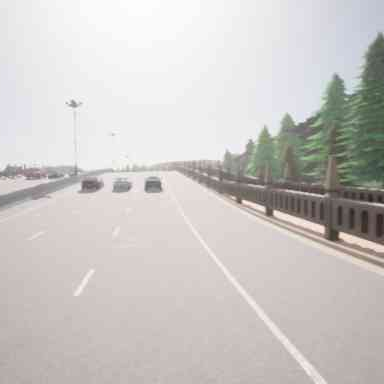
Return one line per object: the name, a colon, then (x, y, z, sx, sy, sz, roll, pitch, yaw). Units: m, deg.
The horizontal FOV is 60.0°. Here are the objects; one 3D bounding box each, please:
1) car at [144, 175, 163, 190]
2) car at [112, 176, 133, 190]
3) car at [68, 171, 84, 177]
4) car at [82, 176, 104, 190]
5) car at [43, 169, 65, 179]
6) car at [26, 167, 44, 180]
car: (-4.390, -1.138, 37.681, 1.837, 1.490, 4.892, -2, 7, -6)
car: (-8.015, -1.141, 38.594, 1.812, 1.442, 4.674, -2, 6, -6)
car: (-21.487, -3.293, 61.683, 1.895, 1.301, 4.718, -2, 6, -6)
car: (-11.579, -1.150, 38.926, 1.882, 1.535, 5.008, -2, 6, -6)
car: (-24.960, -3.231, 61.290, 2.033, 1.411, 5.357, -2, 6, -6)
car: (-28.435, -3.428, 60.806, 2.150, 2.045, 5.566, -2, 6, -7)
